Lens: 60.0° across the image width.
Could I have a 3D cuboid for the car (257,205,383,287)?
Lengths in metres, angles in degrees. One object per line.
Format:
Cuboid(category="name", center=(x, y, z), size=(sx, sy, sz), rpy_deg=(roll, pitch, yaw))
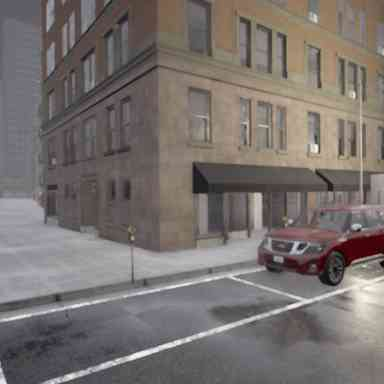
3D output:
Cuboid(category="car", center=(4.135, 1.312, 9.534), size=(5.009, 1.841, 2.192), rpy_deg=(0, -1, -36))
